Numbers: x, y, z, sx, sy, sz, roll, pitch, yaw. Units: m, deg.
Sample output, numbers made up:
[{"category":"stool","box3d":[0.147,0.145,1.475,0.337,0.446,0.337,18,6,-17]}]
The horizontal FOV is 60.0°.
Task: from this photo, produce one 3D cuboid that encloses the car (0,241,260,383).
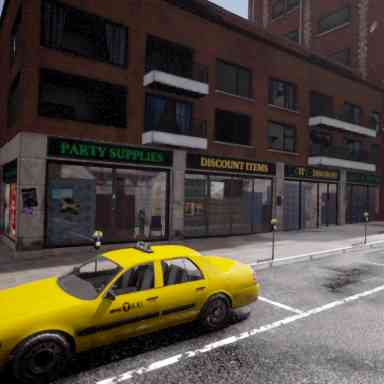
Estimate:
[{"category":"car","box3d":[-1.025,1.527,5.341,4.829,1.417,1.752,0,2,-35]}]
